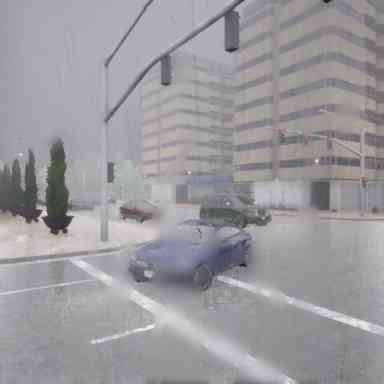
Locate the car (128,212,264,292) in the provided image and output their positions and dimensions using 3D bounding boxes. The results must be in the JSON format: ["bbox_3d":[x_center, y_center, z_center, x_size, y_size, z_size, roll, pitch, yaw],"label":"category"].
[{"bbox_3d":[0.276,1.526,9.219,1.812,1.442,4.674,1,1,31],"label":"car"}]

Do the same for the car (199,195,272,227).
[{"bbox_3d":[2.693,1.222,22.193,2.150,2.045,5.566,0,0,-35],"label":"car"}]

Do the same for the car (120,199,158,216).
[{"bbox_3d":[-5.520,1.506,33.935,1.837,1.490,4.892,0,0,-35],"label":"car"}]

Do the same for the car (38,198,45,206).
[{"bbox_3d":[-23.654,1.590,53.935,2.033,1.411,5.357,0,0,-35],"label":"car"}]

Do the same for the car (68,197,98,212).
[{"bbox_3d":[-12.763,1.563,38.197,1.994,1.385,4.181,0,0,-35],"label":"car"}]

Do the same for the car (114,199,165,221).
[{"bbox_3d":[-3.922,1.478,25.540,1.882,1.535,5.008,0,0,-35],"label":"car"}]

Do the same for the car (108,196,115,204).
[{"bbox_3d":[-15.540,1.526,60.827,1.812,1.442,4.674,0,0,-35],"label":"car"}]

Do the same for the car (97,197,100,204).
[{"bbox_3d":[-16.391,1.564,55.938,1.994,1.385,4.181,0,0,-35],"label":"car"}]

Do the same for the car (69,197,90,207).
[{"bbox_3d":[-17.203,1.507,50.717,1.837,1.490,4.892,0,-1,-35],"label":"car"}]
